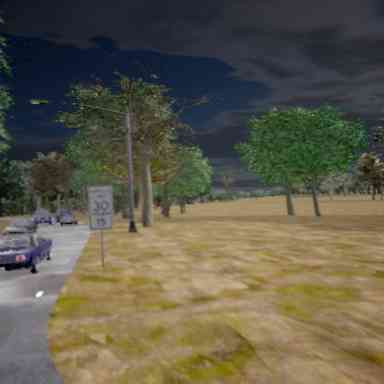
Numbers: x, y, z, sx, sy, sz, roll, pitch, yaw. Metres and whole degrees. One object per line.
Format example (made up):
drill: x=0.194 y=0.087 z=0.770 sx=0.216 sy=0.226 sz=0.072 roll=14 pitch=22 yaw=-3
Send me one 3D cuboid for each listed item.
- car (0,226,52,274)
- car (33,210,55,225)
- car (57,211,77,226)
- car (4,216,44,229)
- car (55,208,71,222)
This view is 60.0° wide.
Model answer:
car: x=-6.551 y=2.235 z=12.544 sx=1.895 sy=1.301 sz=4.718 roll=-3 pitch=-2 yaw=-15
car: x=-20.152 y=3.467 z=44.895 sx=2.150 sy=2.045 sz=5.566 roll=-2 pitch=-2 yaw=-25
car: x=-15.492 y=3.477 z=41.638 sx=1.994 sy=1.385 sz=4.181 roll=-2 pitch=-2 yaw=-23
car: x=-13.504 y=2.949 z=26.429 sx=2.033 sy=1.411 sz=5.357 roll=-2 pitch=-2 yaw=-16
car: x=-19.635 y=3.563 z=50.758 sx=2.150 sy=2.045 sz=5.566 roll=-2 pitch=-2 yaw=-28
